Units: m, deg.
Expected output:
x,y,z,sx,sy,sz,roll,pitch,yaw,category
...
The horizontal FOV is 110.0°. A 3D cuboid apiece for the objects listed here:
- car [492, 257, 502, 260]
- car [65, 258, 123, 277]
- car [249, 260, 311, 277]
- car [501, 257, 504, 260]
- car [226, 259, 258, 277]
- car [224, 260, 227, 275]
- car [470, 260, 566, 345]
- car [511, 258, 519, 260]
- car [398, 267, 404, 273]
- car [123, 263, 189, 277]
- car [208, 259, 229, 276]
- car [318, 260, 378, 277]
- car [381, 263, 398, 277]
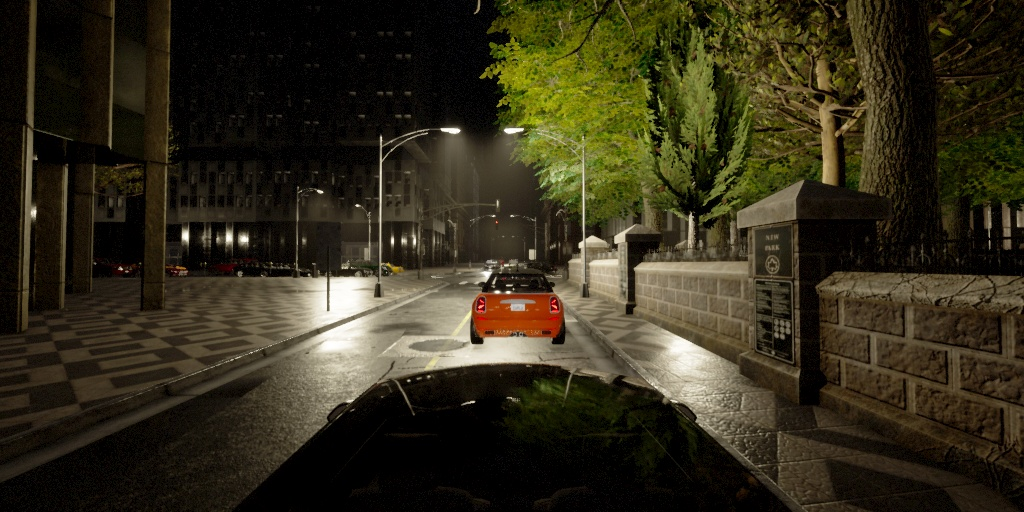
x,y,z,sx,sy,sz,roll,pitch,yaw,category
-2.873,1.326,50.770,2.128,1.511,4.902,0,0,0,car
-36.557,1.061,31.705,5.009,1.841,2.192,0,0,1,car
-20.019,1.290,31.539,4.313,1.339,1.948,0,0,1,car
-2.810,1.371,61.145,1.837,1.490,4.892,0,0,1,car
-23.882,1.291,34.256,4.892,1.490,1.837,0,-1,0,car
-26.768,1.385,37.485,4.674,1.442,1.812,0,-1,1,car
0.130,1.107,9.707,2.097,1.767,4.553,0,0,0,car
2.603,1.349,39.496,4.892,1.490,1.837,2,3,39,car
-14.599,1.426,40.008,4.829,1.417,1.751,0,0,1,car
-31.044,1.320,31.650,4.207,1.307,1.802,0,0,1,car
-30.966,1.237,40.173,5.009,1.841,2.192,0,0,1,car
-14.506,1.267,31.483,4.403,1.370,2.007,0,0,1,car
-13.737,1.126,34.156,4.553,1.767,2.097,0,-1,0,car
